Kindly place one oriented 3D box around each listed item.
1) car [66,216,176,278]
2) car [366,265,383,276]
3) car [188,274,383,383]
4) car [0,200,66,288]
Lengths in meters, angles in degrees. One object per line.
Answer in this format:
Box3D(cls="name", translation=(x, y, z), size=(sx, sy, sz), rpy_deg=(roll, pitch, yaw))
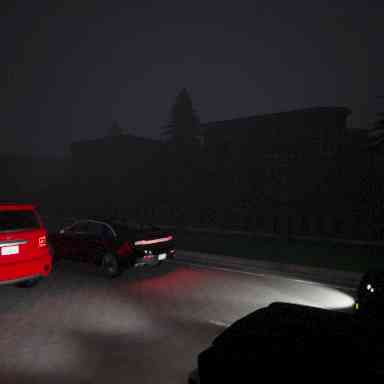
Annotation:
Box3D(cls="car", translation=(-2.747, 1.492, 10.199), size=(4.902, 1.511, 2.128), rpy_deg=(0, 0, 36))
Box3D(cls="car", translation=(4.742, 1.564, 4.907), size=(4.181, 1.385, 1.994), rpy_deg=(0, 0, 36))
Box3D(cls="car", translation=(2.298, 1.601, 2.353), size=(4.718, 1.301, 1.895), rpy_deg=(0, 0, 36))
Box3D(cls="car", translation=(-5.675, 1.221, 7.999), size=(5.566, 2.045, 2.150), rpy_deg=(0, 0, 36))
